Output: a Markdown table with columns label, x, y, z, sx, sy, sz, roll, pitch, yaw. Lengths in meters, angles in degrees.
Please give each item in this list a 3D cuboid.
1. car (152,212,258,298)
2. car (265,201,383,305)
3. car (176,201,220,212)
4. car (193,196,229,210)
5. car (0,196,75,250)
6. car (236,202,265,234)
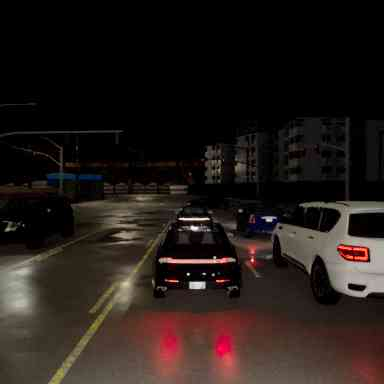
| label | x | y | z | sx | sy | sz | roll | pitch | yaw |
| --- | --- | --- | --- | --- | --- | --- | --- | --- | --- |
| car | 0.103 | 1.499 | 8.534 | 2.128 | 1.511 | 4.902 | 0 | 0 | 0 |
| car | 3.595 | 1.220 | 8.246 | 2.150 | 2.045 | 5.566 | 0 | 0 | 0 |
| car | 0.113 | 1.473 | 17.946 | 2.128 | 1.511 | 4.902 | 0 | 0 | 0 |
| car | 1.822 | 1.239 | 38.190 | 4.892 | 1.490 | 1.837 | 0 | 1 | -1 |
| car | -7.040 | 1.231 | 14.755 | 2.150 | 2.045 | 5.566 | 0 | 0 | 1 |
| car | 3.611 | 1.328 | 17.669 | 2.097 | 1.767 | 4.553 | 0 | 0 | 0 |
